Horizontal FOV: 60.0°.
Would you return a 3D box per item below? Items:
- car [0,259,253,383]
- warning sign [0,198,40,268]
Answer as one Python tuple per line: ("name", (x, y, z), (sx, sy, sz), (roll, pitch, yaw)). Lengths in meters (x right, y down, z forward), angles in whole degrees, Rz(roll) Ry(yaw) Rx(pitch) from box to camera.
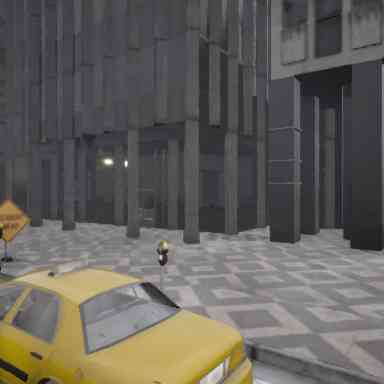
("car", (-1.681, 1.524, 4.160), (4.829, 1.417, 1.752), (0, 0, 36))
("warning sign", (-5.291, 1.114, 9.572), (1.060, 1.860, 1.300), (0, 0, 35))
